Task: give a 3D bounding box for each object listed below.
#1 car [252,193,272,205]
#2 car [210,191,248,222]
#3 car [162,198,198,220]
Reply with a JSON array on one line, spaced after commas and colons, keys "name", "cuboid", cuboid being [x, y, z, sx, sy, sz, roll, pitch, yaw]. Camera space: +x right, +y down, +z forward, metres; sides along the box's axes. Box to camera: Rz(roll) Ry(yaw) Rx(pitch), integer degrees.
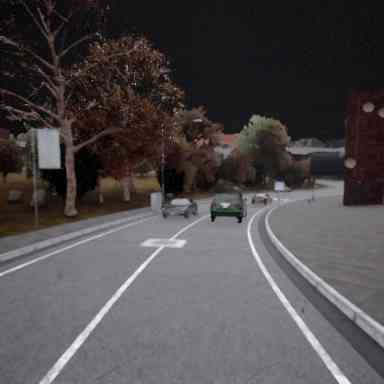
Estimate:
[{"name": "car", "cuboid": [8.728, 0.793, 41.327, 1.812, 1.442, 4.674, 3, 3, 24]}, {"name": "car", "cuboid": [2.738, 0.965, 23.985, 2.150, 2.045, 5.566, 1, 1, 13]}, {"name": "car", "cuboid": [-0.783, 1.172, 25.027, 1.812, 1.442, 4.674, 1, 2, 14]}]
